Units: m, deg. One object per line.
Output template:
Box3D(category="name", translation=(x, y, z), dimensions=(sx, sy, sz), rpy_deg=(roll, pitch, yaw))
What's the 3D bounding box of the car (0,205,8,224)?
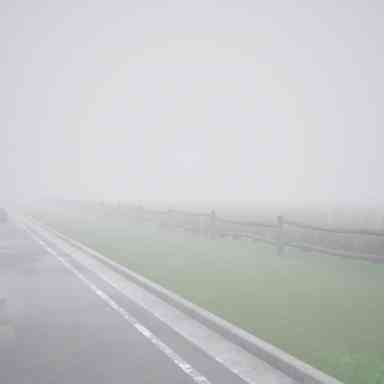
Box3D(category="car", translation=(-14.669, 1.564, 24.341), dimensions=(1.994, 1.385, 4.181), rpy_deg=(0, 0, -32))
